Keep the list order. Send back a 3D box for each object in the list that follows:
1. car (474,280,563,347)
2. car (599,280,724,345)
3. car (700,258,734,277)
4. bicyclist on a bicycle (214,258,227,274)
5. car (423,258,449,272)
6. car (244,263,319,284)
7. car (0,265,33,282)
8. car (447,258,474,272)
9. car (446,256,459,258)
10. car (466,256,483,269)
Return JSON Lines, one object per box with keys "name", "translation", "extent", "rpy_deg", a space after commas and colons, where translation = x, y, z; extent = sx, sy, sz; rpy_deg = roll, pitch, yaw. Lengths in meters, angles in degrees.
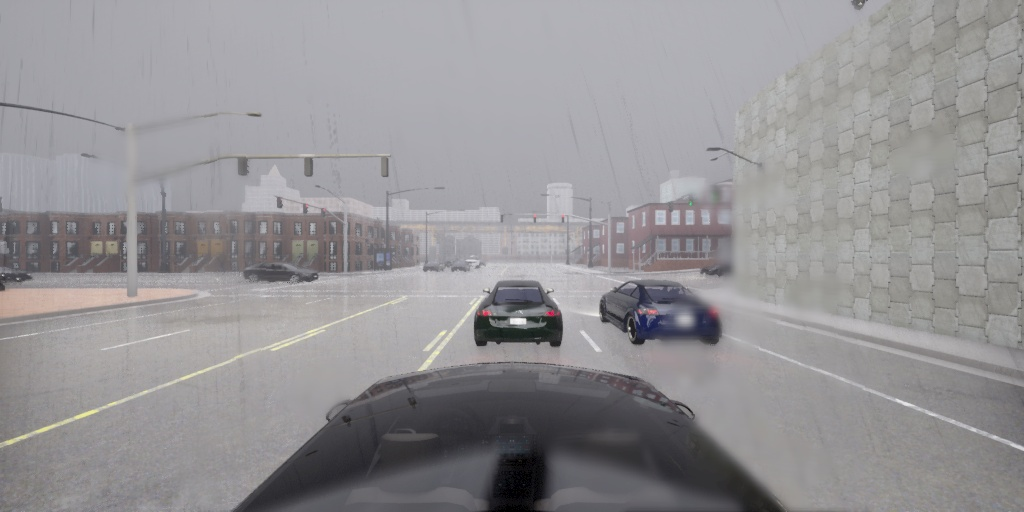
{"name": "car", "translation": [0.166, 1.314, 9.388], "extent": [1.994, 1.385, 4.181], "rpy_deg": [0, 0, 1]}
{"name": "car", "translation": [3.670, 1.314, 9.546], "extent": [1.994, 1.385, 4.181], "rpy_deg": [0, 0, 1]}
{"name": "car", "translation": [18.542, 0.854, 29.637], "extent": [5.357, 1.411, 2.033], "rpy_deg": [-5, 0, 1]}
{"name": "bicyclist on a bicycle", "translation": [-30.380, 1.053, 37.372], "extent": [0.582, 1.620, 1.656], "rpy_deg": [0, 0, 1]}
{"name": "car", "translation": [-10.036, 1.297, 46.488], "extent": [2.033, 1.411, 5.357], "rpy_deg": [0, 0, 1]}
{"name": "car", "translation": [-16.820, 1.255, 26.262], "extent": [4.892, 1.490, 1.837], "rpy_deg": [0, 0, 1]}
{"name": "car", "translation": [-39.045, 1.297, 26.468], "extent": [5.357, 1.411, 2.033], "rpy_deg": [0, 0, 1]}
{"name": "car", "translation": [-6.541, 1.297, 46.215], "extent": [2.033, 1.411, 5.357], "rpy_deg": [0, 0, 1]}
{"name": "car", "translation": [-9.874, 0.973, 58.698], "extent": [2.150, 2.045, 5.566], "rpy_deg": [0, 0, 1]}
{"name": "car", "translation": [-6.402, 0.968, 57.145], "extent": [2.150, 2.045, 5.566], "rpy_deg": [0, 1, 1]}
